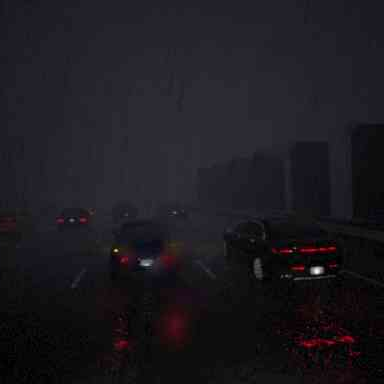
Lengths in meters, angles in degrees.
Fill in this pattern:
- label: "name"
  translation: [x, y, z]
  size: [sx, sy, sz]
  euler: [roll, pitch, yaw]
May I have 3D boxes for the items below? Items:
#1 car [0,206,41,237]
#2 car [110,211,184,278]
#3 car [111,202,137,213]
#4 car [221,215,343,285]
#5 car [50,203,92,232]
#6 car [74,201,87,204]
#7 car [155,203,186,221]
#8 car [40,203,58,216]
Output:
- label: "car"
  translation: [-10.843, 1.782, 20.021]
  size: [1.882, 1.535, 5.008]
  euler: [-2, 0, -14]
- label: "car"
  translation: [-1.532, 1.555, 10.330]
  size: [1.812, 1.442, 4.674]
  euler: [-2, 0, -11]
- label: "car"
  translation: [-5.662, 1.605, 27.713]
  size: [1.882, 1.535, 5.008]
  euler: [-2, 0, -16]
- label: "car"
  translation: [2.197, 1.418, 9.400]
  size: [1.837, 1.490, 4.892]
  euler: [-2, 0, -10]
- label: "car"
  translation: [-7.741, 1.751, 22.105]
  size: [2.033, 1.411, 5.357]
  euler: [-2, 0, -14]
- label: "car"
  translation: [-12.810, 1.811, 38.428]
  size: [1.882, 1.535, 5.008]
  euler: [-2, 0, -20]
- label: "car"
  translation: [-1.844, 1.573, 26.994]
  size: [1.994, 1.385, 4.181]
  euler: [-2, 0, -15]
- label: "car"
  translation: [-16.011, 1.914, 37.007]
  size: [1.882, 1.535, 5.008]
  euler: [-2, 0, -19]
